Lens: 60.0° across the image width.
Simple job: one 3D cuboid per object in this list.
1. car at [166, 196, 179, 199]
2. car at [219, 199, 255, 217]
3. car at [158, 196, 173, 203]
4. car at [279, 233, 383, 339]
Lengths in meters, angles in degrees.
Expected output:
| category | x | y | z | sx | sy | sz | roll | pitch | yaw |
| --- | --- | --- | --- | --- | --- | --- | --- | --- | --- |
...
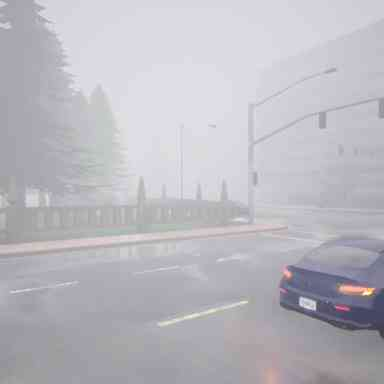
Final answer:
| category | x | y | z | sx | sy | sz | roll | pitch | yaw |
| --- | --- | --- | --- | --- | --- | --- | --- | --- | --- |
| car | -2.501 | 1.297 | 41.833 | 2.097 | 1.767 | 4.553 | 0 | 0 | -21 |
| car | 3.736 | 1.422 | 30.819 | 1.882 | 1.535 | 5.008 | 0 | 0 | -32 |
| car | -5.295 | 1.545 | 66.931 | 1.895 | 1.301 | 4.718 | 0 | 0 | 10 |
| car | 3.638 | 1.526 | 6.363 | 4.674 | 1.442 | 1.812 | 0 | 0 | -35 |
